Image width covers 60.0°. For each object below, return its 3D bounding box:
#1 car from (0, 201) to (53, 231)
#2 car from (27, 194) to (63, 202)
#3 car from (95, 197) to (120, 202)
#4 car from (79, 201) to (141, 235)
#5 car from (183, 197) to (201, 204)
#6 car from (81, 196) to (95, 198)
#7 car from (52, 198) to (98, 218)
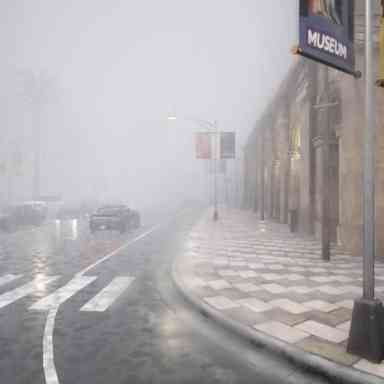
[{"bbox_3d":[-11.173,1.547,20.815,2.033,1.411,5.357,0,0,4],"label":"car"},{"bbox_3d":[-13.919,1.221,31.227,2.150,2.045,5.566,0,0,4],"label":"car"},{"bbox_3d":[-9.692,1.526,40.076,1.812,1.442,4.674,0,0,5],"label":"car"},{"bbox_3d":[-4.195,1.504,18.763,2.128,1.511,4.902,0,0,4],"label":"car"},{"bbox_3d":[0.110,1.604,61.189,1.895,1.301,4.718,0,0,21],"label":"car"},{"bbox_3d":[-13.089,1.352,41.519,2.097,1.767,4.553,0,0,5],"label":"car"},{"bbox_3d":[-10.482,1.526,30.218,1.812,1.442,4.674,0,0,5],"label":"car"}]
